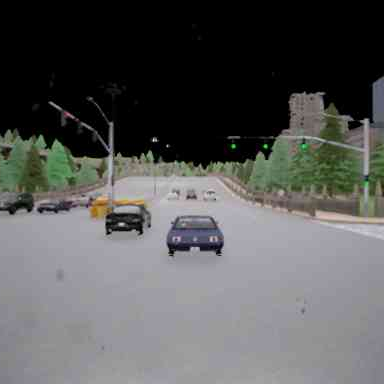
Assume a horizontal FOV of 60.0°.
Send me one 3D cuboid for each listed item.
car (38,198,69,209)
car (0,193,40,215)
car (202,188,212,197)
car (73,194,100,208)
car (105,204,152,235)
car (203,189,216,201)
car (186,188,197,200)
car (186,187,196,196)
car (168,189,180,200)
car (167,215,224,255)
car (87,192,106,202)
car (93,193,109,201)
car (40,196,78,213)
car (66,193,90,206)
[{"bbox_3d":[-17.568,1.425,42.478,1.895,1.301,4.718,0,0,0],"label":"car"},{"bbox_3d":[-17.594,1.086,32.712,2.150,2.045,5.566,0,0,0],"label":"car"},{"bbox_3d":[3.357,0.042,73.511,1.895,1.301,4.718,0,7,0],"label":"car"},{"bbox_3d":[-14.065,1.344,43.881,1.812,1.442,4.674,0,0,0],"label":"car"},{"bbox_3d":[-3.395,1.401,18.461,1.882,1.535,5.008,0,0,0],"label":"car"},{"bbox_3d":[3.412,0.526,63.052,2.150,2.045,5.566,0,4,0],"label":"car"},{"bbox_3d":[-0.095,0.567,64.426,2.097,1.767,4.553,0,4,0],"label":"car"},{"bbox_3d":[-0.149,-0.147,74.605,2.128,1.511,4.902,0,7,0],"label":"car"},{"bbox_3d":[-3.595,0.744,64.375,1.812,1.442,4.674,0,4,0],"label":"car"},{"bbox_3d":[0.105,1.547,12.942,1.895,1.301,4.718,0,0,0],"label":"car"},{"bbox_3d":[-17.580,0.885,61.466,2.128,1.511,4.902,0,3,0],"label":"car"},{"bbox_3d":[-14.041,1.179,54.065,1.882,1.535,5.008,0,2,0],"label":"car"},{"bbox_3d":[-14.087,1.404,34.477,2.033,1.411,5.357,0,0,0],"label":"car"},{"bbox_3d":[-17.526,1.115,51.253,2.097,1.767,4.553,0,1,0],"label":"car"}]
